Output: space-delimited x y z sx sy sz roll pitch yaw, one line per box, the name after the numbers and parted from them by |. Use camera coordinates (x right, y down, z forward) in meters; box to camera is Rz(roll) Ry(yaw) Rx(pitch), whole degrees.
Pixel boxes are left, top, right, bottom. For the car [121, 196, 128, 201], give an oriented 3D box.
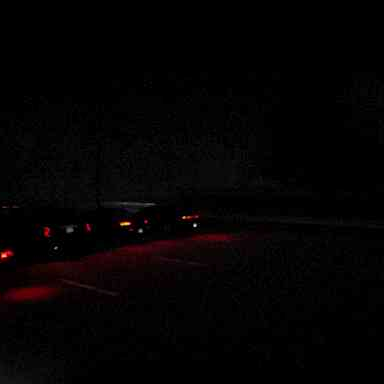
-11.463 1.223 64.221 1.882 1.535 5.008 0 0 37 | car

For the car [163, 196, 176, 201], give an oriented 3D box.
-1.997 1.422 53.518 1.895 1.301 4.718 0 0 36 | car

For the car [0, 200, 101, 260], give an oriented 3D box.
-5.825 1.288 12.422 4.553 1.767 2.097 1 0 36 | car

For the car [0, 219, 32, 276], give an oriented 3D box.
-6.653 1.489 8.710 5.357 1.411 2.033 0 0 36 | car

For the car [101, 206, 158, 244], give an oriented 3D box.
-4.055 1.460 15.466 4.674 1.442 1.812 0 0 36 | car

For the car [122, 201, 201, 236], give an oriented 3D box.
-1.816 1.438 18.163 4.892 1.490 1.837 0 0 36 | car

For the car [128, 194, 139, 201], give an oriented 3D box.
-8.871 1.242 61.862 1.882 1.535 5.008 0 0 36 | car

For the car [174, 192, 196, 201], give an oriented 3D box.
-1.633 0.972 77.619 2.150 2.045 5.566 0 0 37 | car

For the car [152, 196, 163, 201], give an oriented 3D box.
-4.051 1.328 56.633 1.812 1.442 4.674 0 0 36 | car

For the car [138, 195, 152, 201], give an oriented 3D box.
-6.707 1.384 58.918 1.895 1.301 4.718 0 0 36 | car
